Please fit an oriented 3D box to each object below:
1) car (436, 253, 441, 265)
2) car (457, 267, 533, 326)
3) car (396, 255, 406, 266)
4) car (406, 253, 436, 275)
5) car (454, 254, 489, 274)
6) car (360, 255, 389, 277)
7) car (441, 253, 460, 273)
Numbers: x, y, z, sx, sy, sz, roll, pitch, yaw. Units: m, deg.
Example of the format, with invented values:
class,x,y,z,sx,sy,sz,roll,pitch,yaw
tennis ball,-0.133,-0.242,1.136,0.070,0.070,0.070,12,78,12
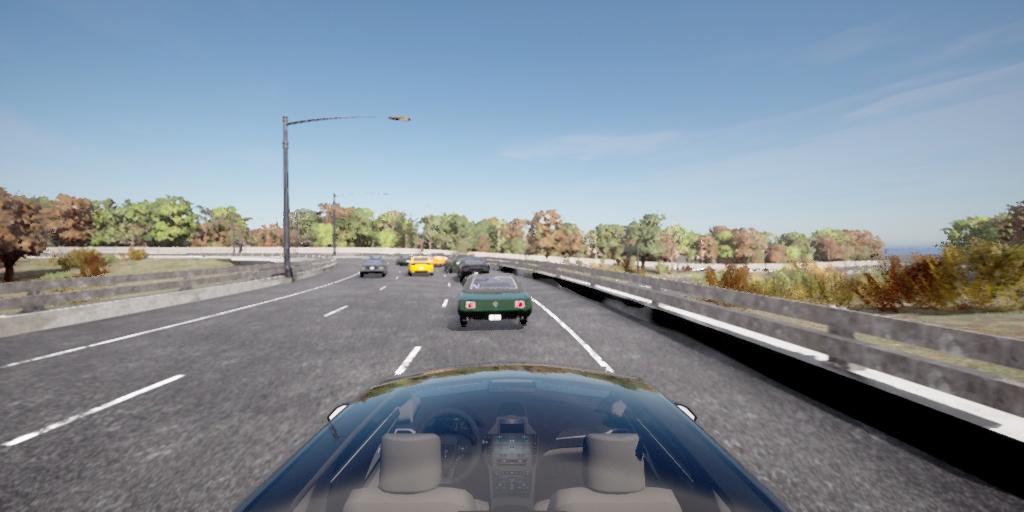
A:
class,x,y,z,sx,sy,sz,roll,pitch,yaw
car,-9.776,0.359,46.146,2.097,1.767,4.553,-1,1,-24
car,-0.618,1.192,11.038,1.895,1.301,4.718,0,1,-5
car,-14.058,0.563,47.188,1.994,1.385,4.181,-1,1,-25
car,-7.726,0.754,30.243,1.882,1.535,5.008,0,1,-16
car,-2.715,0.843,24.448,1.882,1.535,5.008,0,1,-12
car,-10.754,0.867,28.162,2.033,1.411,5.357,0,1,-16
car,-5.186,0.560,33.900,2.097,1.767,4.553,0,1,-17
